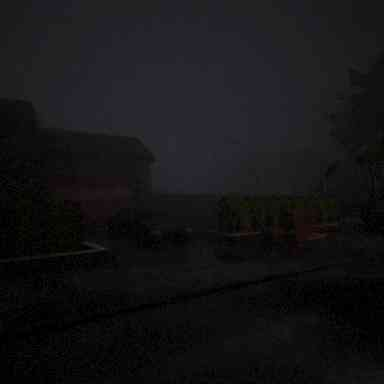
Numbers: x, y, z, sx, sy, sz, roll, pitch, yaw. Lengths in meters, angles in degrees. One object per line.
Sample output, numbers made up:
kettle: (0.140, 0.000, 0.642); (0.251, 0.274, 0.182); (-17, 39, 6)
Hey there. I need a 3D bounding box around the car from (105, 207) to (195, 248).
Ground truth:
car: (-2.016, 1.340, 13.959); (2.033, 1.415, 5.357); (0, 0, -33)
